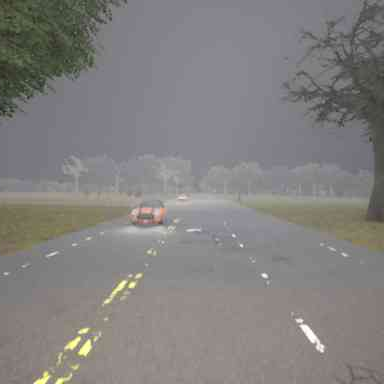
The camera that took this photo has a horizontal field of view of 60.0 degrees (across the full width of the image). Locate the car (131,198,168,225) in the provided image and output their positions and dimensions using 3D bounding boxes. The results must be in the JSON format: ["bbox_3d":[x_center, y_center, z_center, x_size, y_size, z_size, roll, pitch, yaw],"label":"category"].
[{"bbox_3d":[-2.945,1.321,23.735,2.097,1.767,4.553,0,0,1],"label":"car"}]

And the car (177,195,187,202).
[{"bbox_3d":[-1.965,1.290,67.611,1.882,1.535,5.008,0,0,1],"label":"car"}]
